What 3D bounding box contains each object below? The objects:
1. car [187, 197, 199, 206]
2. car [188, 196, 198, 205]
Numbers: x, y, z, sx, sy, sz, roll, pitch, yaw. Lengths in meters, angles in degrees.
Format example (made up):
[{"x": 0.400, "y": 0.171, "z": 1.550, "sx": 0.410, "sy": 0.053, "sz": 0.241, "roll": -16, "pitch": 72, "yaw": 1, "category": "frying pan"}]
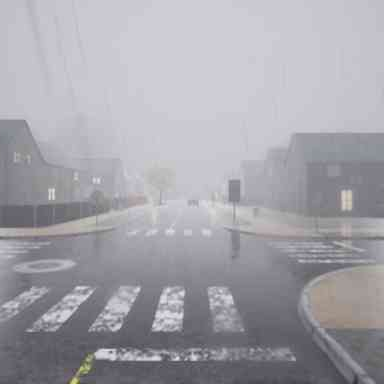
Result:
[{"x": 0.176, "y": 1.614, "z": 56.234, "sx": 2.128, "sy": 1.511, "sz": 4.902, "roll": 0, "pitch": 0, "yaw": 0, "category": "car"}, {"x": 0.209, "y": 1.662, "z": 66.653, "sx": 1.882, "sy": 1.535, "sz": 5.008, "roll": 0, "pitch": 0, "yaw": 0, "category": "car"}]
